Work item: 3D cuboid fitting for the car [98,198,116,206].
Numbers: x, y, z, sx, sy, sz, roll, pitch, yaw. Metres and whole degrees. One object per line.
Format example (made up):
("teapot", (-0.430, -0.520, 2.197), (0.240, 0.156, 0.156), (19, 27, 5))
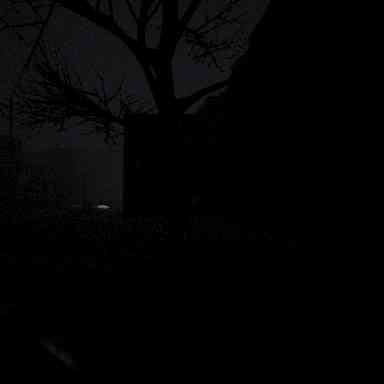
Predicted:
("car", (-15.761, 1.883, 62.047), (1.994, 1.385, 4.181), (1, 0, 11))
